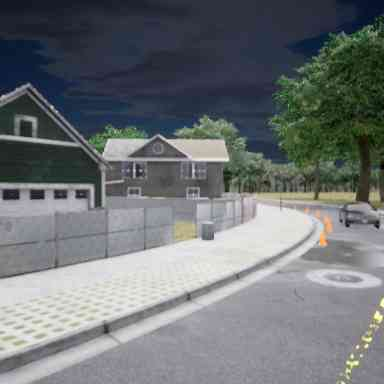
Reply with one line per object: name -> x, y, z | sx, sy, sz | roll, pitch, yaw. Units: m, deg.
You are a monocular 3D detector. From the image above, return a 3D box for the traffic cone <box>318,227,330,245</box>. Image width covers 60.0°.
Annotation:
traffic cone -> 5.417, 1.874, 13.791 | 0.340, 0.580, 0.340 | 0, 0, 28

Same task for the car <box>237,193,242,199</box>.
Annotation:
car -> 9.123, 0.986, 66.183 | 1.837, 1.490, 4.892 | 0, 0, -8

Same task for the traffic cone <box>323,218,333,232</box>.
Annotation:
traffic cone -> 7.466, 1.838, 18.092 | 0.340, 0.580, 0.340 | 0, 0, 23

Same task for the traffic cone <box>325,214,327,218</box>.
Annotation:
traffic cone -> 9.101, 1.799, 22.567 | 0.340, 0.580, 0.340 | 0, 0, 17

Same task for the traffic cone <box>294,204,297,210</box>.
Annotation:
traffic cone -> 11.386, 1.671, 36.633 | 0.340, 0.580, 0.340 | 0, 0, 1

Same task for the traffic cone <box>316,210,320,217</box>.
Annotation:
traffic cone -> 10.305, 1.756, 27.175 | 0.340, 0.580, 0.340 | 0, 1, 12

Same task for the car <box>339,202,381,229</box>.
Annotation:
car -> 10.423, 1.377, 20.916 | 1.812, 1.442, 4.674 | 0, 1, 18
